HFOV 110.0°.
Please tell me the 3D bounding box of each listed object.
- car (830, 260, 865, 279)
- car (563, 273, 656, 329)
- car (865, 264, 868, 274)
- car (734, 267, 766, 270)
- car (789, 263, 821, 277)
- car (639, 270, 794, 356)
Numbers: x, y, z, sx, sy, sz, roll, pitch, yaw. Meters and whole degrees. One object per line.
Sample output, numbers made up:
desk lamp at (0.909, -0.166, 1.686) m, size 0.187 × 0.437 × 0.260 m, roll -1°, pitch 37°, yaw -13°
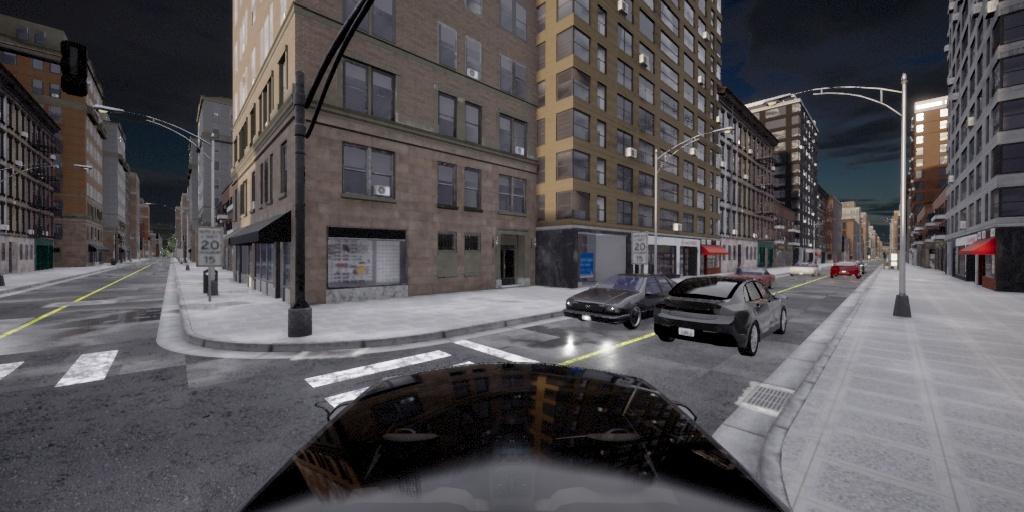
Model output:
car at (30.069, 1.180, 32.236) m, size 5.008 × 1.535 × 1.882 m, roll 0°, pitch 0°, yaw -43°
car at (3.924, 1.267, 11.441) m, size 5.357 × 1.411 × 2.033 m, roll 0°, pitch 0°, yaw -44°
car at (37.629, 1.194, 39.458) m, size 4.902 × 1.511 × 2.128 m, roll 0°, pitch 0°, yaw -43°
car at (13.525, 1.306, 20.557) m, size 4.718 × 1.301 × 1.895 m, roll 0°, pitch 0°, yaw -45°
car at (27.815, 1.286, 34.003) m, size 4.718 × 1.301 × 1.895 m, roll 0°, pitch 0°, yaw -43°
car at (5.174, 1.242, 8.695) m, size 4.892 × 1.490 × 1.837 m, roll 0°, pitch 0°, yaw -44°
